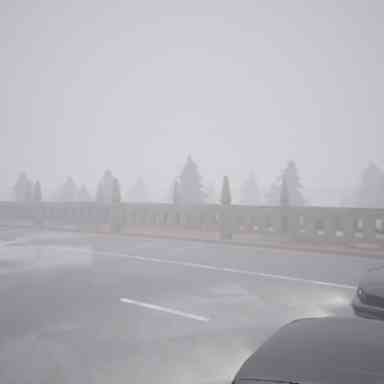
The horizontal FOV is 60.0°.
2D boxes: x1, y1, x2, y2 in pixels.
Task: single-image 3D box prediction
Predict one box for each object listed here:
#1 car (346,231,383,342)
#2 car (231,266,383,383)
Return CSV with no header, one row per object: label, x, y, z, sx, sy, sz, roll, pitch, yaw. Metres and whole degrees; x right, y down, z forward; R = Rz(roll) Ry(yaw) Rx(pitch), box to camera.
car,5.187,1.516,4.494,5.357,1.411,2.033,0,0,36
car,2.839,1.532,1.860,5.357,1.411,2.033,0,0,36
